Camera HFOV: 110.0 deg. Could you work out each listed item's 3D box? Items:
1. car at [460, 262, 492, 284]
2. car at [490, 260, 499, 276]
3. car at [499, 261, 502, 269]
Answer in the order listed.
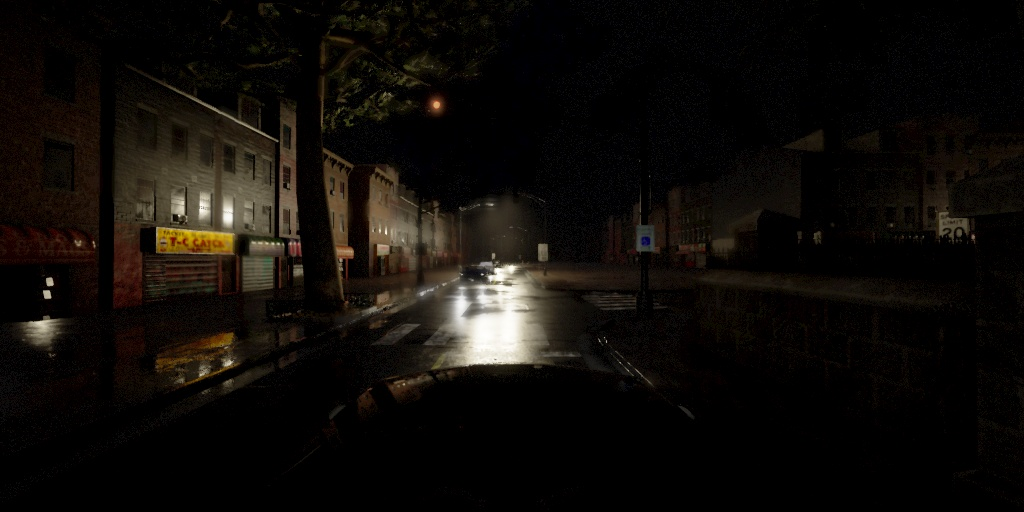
[{"bbox_3d":[-2.773,1.361,26.882,1.895,1.301,4.718,0,0,-1],"label":"car"},{"bbox_3d":[-2.783,1.319,38.759,2.033,1.411,5.357,0,0,0],"label":"car"},{"bbox_3d":[-2.701,1.316,57.251,2.128,1.511,4.902,0,0,1],"label":"car"}]
